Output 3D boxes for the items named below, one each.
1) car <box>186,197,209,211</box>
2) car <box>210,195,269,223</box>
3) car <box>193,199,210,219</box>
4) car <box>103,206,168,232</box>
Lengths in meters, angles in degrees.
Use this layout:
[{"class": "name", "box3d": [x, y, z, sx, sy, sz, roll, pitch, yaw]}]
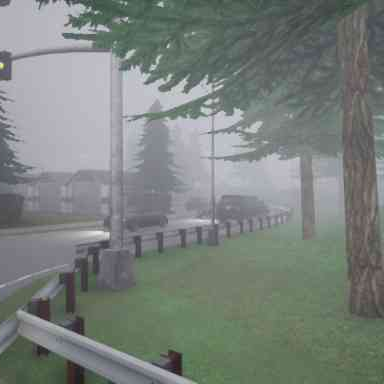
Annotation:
[{"class": "car", "box3d": [1.262, 1.344, 38.669, 2.097, 1.767, 4.553, 0, 0, -38]}, {"class": "car", "box3d": [3.803, 1.205, 24.156, 2.150, 2.045, 5.566, 0, 0, 32]}, {"class": "car", "box3d": [1.882, 1.548, 28.841, 1.994, 1.385, 4.181, 0, 0, 19]}, {"class": "car", "box3d": [-3.343, 1.548, 20.347, 1.994, 1.385, 4.181, 0, 0, 35]}]
